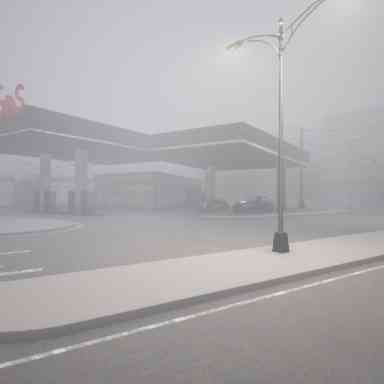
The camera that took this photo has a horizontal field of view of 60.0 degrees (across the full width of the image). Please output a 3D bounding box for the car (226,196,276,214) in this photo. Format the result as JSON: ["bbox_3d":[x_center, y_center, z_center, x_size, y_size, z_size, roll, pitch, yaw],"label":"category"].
[{"bbox_3d":[6.278,1.295,34.134,4.611,1.667,2.242,0,0,-35],"label":"car"}]

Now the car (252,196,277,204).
[{"bbox_3d":[14.016,1.527,64.114,1.812,1.442,4.674,0,-1,-36],"label":"car"}]

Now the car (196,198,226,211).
[{"bbox_3d":[2.359,1.456,38.403,3.806,1.475,1.970,0,0,-35],"label":"car"}]
